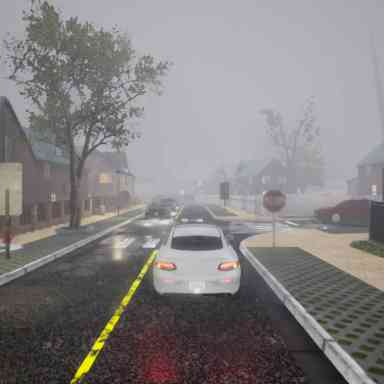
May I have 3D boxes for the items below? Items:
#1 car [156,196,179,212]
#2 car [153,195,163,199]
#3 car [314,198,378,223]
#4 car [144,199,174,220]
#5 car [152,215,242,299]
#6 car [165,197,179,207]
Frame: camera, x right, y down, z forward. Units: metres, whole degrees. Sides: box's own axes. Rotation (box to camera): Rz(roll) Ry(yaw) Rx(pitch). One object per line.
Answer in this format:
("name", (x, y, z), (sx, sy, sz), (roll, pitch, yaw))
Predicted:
("car", (-2.836, 1.498, 39.047), (1.812, 1.442, 4.674), (0, 0, 0))
("car", (-6.480, 1.431, 67.292), (2.097, 1.767, 4.553), (0, 0, -24))
("car", (10.616, 1.181, 21.988), (5.008, 1.535, 1.882), (-1, 0, -3))
("car", (-2.827, 1.545, 28.030), (1.994, 1.385, 4.181), (0, 0, -1))
("car", (0.107, 1.523, 8.300), (1.812, 1.442, 4.674), (0, 0, 0))
("car", (-3.066, 1.530, 51.340), (1.994, 1.385, 4.181), (0, 0, -3))
